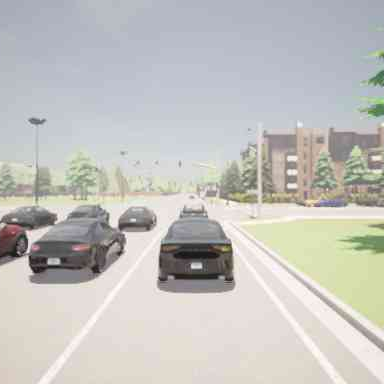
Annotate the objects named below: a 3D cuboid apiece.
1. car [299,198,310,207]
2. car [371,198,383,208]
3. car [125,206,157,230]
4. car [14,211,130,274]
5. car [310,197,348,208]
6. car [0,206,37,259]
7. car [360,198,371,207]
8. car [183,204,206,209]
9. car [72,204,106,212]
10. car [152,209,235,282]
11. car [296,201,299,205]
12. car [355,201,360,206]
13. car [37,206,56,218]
[{"bbox_3d":[19.714,1.569,51.160,5.008,1.535,1.882,0,0,0],"label":"car"},{"bbox_3d":[29.150,1.577,47.730,4.902,1.511,2.128,0,0,0],"label":"car"},{"bbox_3d":[-3.397,1.603,21.288,1.994,1.385,4.181,0,0,0],"label":"car"},{"bbox_3d":[-3.396,1.545,10.477,1.812,1.442,4.674,0,0,0],"label":"car"},{"bbox_3d":[19.885,1.611,47.656,4.674,1.442,1.812,0,0,0],"label":"car"},{"bbox_3d":[-6.898,1.369,10.040,2.097,1.767,4.553,0,0,0],"label":"car"},{"bbox_3d":[29.052,1.692,51.216,4.718,1.301,1.895,0,0,0],"label":"car"},{"bbox_3d":[0.155,1.531,21.817,2.128,1.511,4.902,0,0,1],"label":"car"},{"bbox_3d":[-6.894,1.566,22.461,1.812,1.442,4.674,0,0,0],"label":"car"},{"bbox_3d":[0.101,1.496,9.880,1.882,1.535,5.008,0,0,0],"label":"car"},{"bbox_3d":[19.941,1.645,54.656,5.357,1.411,2.033,0,0,0],"label":"car"},{"bbox_3d":[29.526,1.699,54.689,4.718,1.301,1.895,0,0,0],"label":"car"},{"bbox_3d":[-10.394,1.603,21.523,1.994,1.385,4.181,0,0,0],"label":"car"}]
